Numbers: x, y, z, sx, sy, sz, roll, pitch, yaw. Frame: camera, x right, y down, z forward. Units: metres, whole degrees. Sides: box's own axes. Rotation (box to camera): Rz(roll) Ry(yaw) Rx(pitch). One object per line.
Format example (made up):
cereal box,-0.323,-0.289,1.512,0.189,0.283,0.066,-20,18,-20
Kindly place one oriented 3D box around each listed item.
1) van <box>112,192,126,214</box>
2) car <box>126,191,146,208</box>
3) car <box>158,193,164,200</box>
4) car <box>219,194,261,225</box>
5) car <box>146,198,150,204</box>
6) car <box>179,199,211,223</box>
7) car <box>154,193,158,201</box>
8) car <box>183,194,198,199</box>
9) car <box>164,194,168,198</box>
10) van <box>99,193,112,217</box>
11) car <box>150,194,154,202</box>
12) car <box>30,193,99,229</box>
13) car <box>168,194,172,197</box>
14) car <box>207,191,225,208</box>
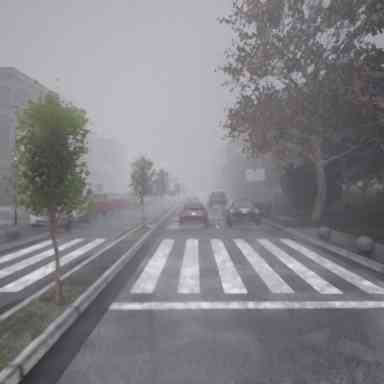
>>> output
van,-8.087,1.066,32.289,1.878,1.987,4.442,0,0,0
car,-8.025,0.953,43.469,2.435,2.045,5.566,0,0,0
car,-7.869,0.940,71.237,2.231,1.521,4.892,0,1,0
car,3.251,1.223,22.681,2.097,1.767,4.553,0,0,0
car,-7.993,1.187,49.016,2.163,1.488,4.792,0,1,0
car,0.101,1.425,24.251,1.994,1.385,4.181,0,0,0
car,-7.930,1.083,60.110,2.163,1.488,4.792,0,1,0
car,0.102,1.275,42.605,2.033,1.411,5.357,0,0,0
car,-7.806,0.816,82.229,2.097,1.535,5.008,0,1,1
van,-8.118,1.104,26.742,1.878,1.987,4.442,0,0,0
car,-7.963,1.147,54.595,2.002,1.452,4.674,0,1,0
car,-8.148,1.114,21.284,2.435,2.045,5.566,0,0,0
car,-7.563,0.728,91.823,2.163,1.488,4.792,0,1,3
car,3.252,0.943,43.087,2.150,2.045,5.566,0,0,0
